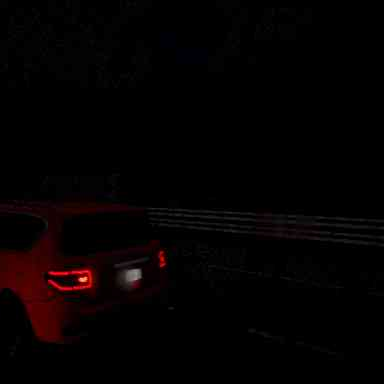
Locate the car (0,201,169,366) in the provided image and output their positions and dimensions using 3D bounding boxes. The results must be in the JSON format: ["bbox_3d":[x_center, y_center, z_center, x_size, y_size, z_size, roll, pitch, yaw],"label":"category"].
[{"bbox_3d":[-2.958,1.171,5.977,5.566,2.045,2.150,1,0,35],"label":"car"}]
